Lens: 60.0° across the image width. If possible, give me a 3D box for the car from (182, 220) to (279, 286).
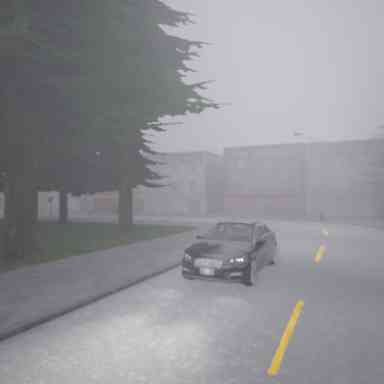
[{"bbox_3d":[1.367,1.651,10.096,2.128,1.511,4.902,0,-1,24],"label":"car"}]
